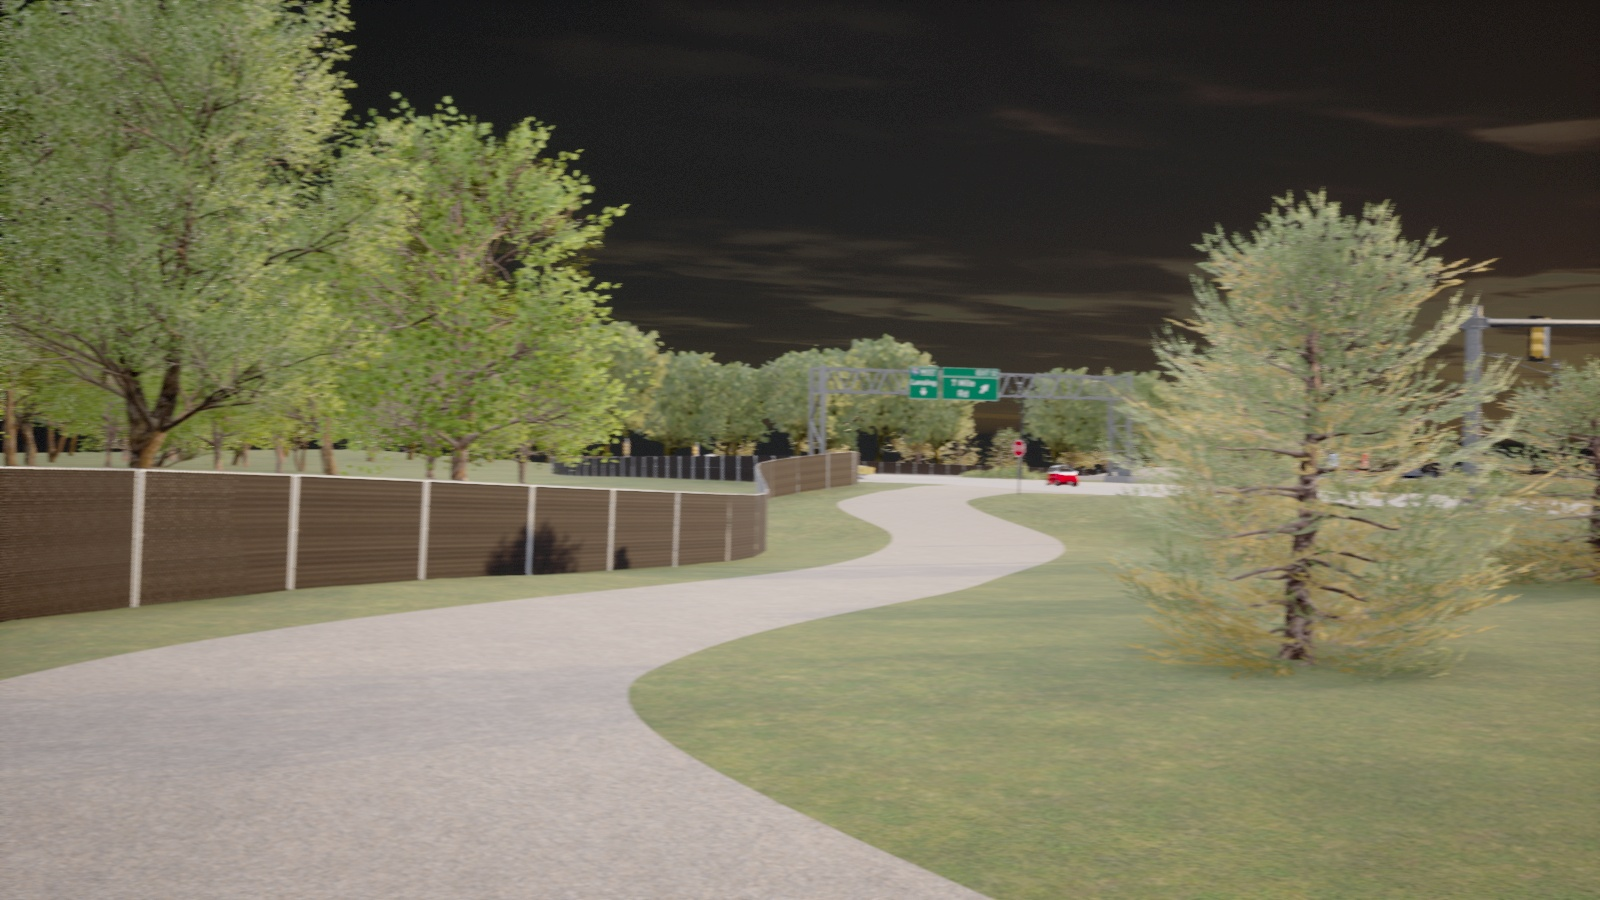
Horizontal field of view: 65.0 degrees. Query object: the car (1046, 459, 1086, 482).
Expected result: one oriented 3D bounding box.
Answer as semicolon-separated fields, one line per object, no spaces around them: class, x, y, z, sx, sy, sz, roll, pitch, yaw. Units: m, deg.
car;16.401;1.258;77.606;1.481;1.376;2.207;-1;-1;-18
